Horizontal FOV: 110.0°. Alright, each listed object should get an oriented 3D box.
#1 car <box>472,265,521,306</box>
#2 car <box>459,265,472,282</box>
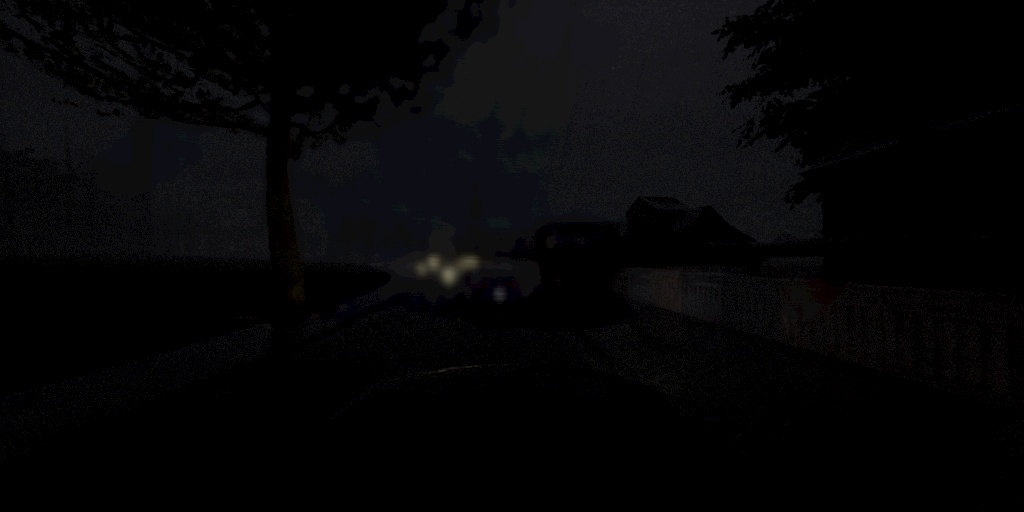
[{"bbox_3d":[-0.760,1.347,16.507,1.882,1.535,5.008,0,0,-7],"label":"car"},{"bbox_3d":[-3.433,1.483,31.341,1.812,1.442,4.674,0,0,-14],"label":"car"}]
